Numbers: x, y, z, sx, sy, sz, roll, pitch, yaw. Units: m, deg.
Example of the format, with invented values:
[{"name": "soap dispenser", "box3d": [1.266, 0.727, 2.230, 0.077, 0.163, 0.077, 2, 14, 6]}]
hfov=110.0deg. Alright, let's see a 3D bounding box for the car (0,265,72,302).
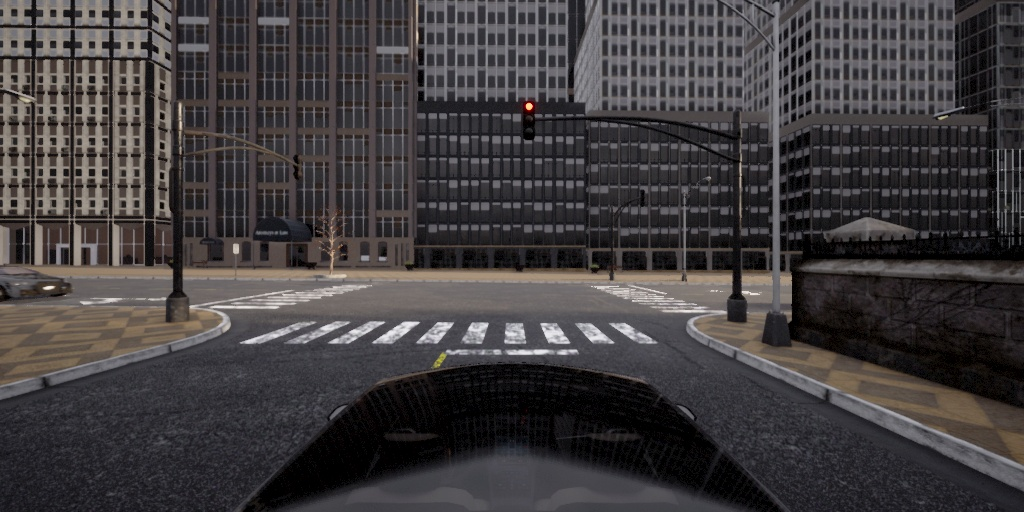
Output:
[{"name": "car", "box3d": [-20.659, 1.071, 14.416, 4.181, 1.385, 1.994, 1, 0, -1]}]
